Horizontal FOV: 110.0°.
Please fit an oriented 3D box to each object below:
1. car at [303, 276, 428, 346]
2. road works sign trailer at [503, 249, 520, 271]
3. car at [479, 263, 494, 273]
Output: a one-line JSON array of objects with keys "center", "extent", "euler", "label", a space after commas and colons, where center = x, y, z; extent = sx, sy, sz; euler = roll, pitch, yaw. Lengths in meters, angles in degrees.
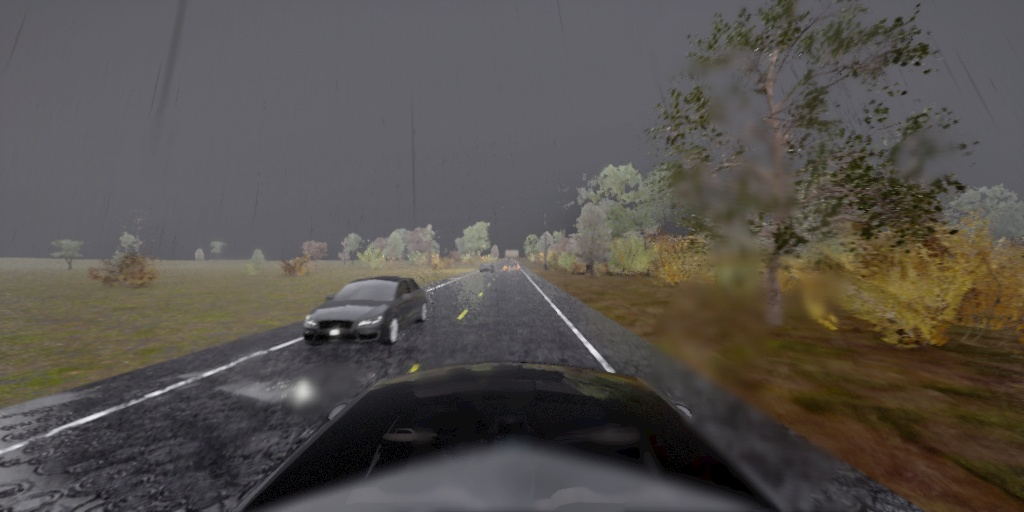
[{"center": [-3.601, 1.320, 9.710], "extent": [1.837, 1.490, 4.892], "euler": [0, 0, 0], "label": "car"}, {"center": [-0.010, 0.637, 58.772], "extent": [2.380, 3.560, 2.880], "euler": [0, 0, 0], "label": "road works sign trailer"}, {"center": [-3.572, 1.688, 51.654], "extent": [1.994, 1.385, 4.181], "euler": [0, 0, 0], "label": "car"}]
